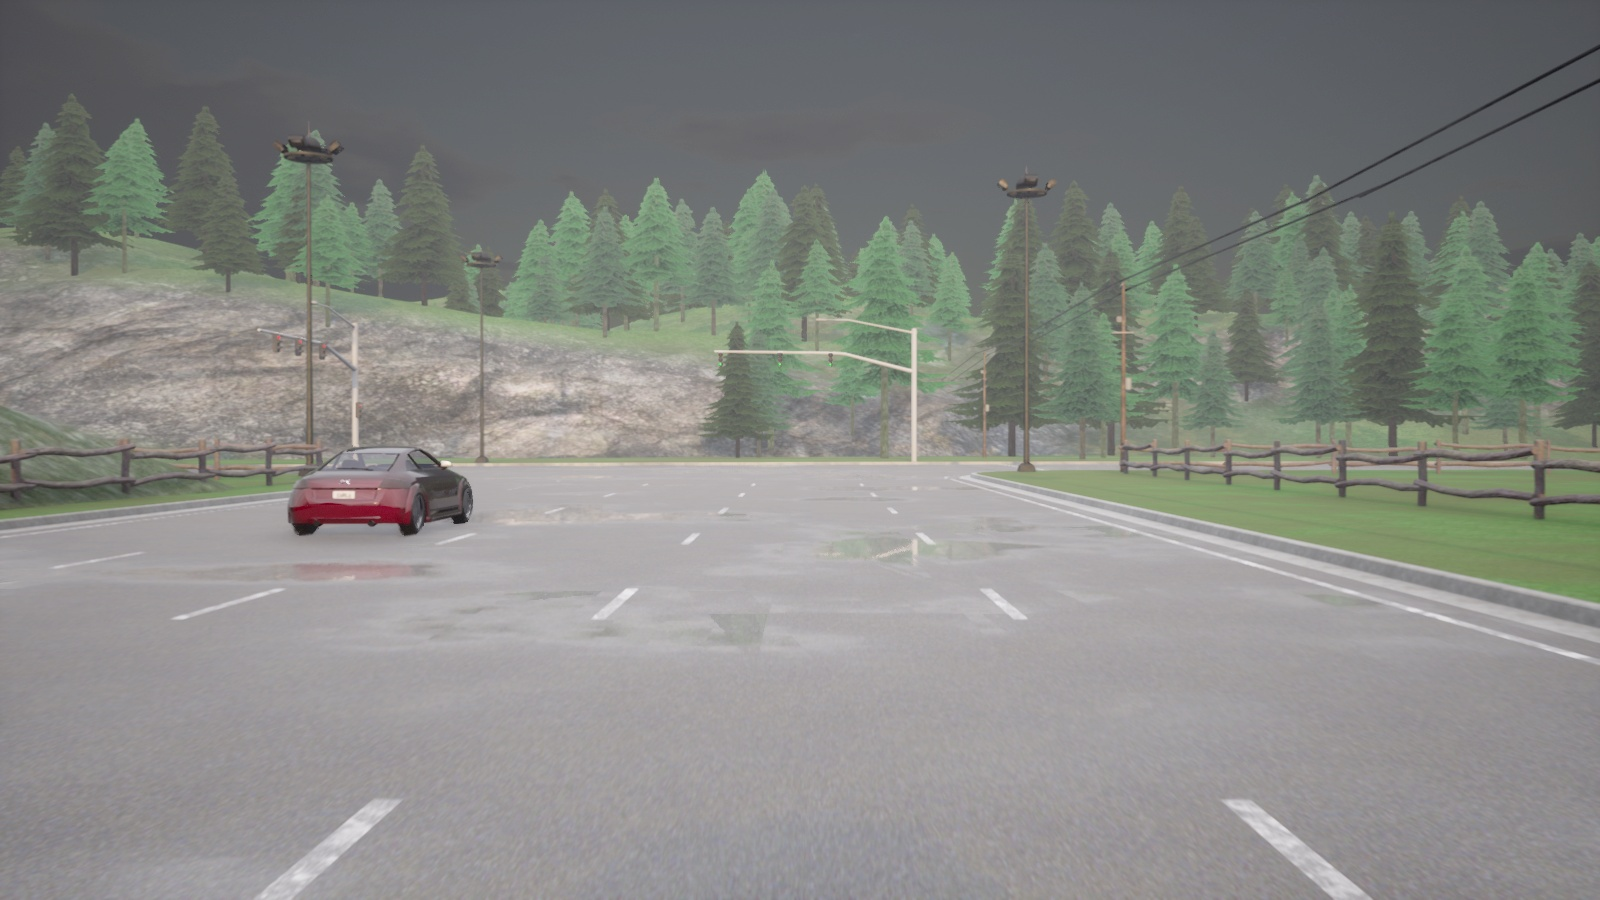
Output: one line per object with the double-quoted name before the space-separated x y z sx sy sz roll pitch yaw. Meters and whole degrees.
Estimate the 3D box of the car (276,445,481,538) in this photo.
"car" -6.867 0.618 20.969 1.994 1.385 4.181 0 0 0
